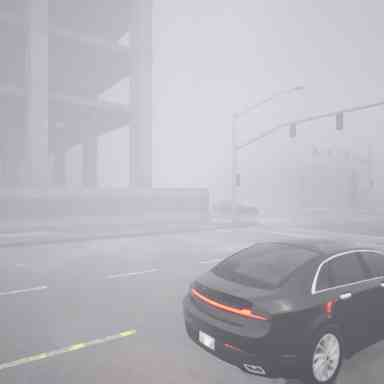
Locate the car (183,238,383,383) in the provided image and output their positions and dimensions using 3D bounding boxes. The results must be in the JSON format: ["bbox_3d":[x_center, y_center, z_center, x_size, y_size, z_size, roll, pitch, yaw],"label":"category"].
[{"bbox_3d":[2.160,1.505,5.329,4.892,1.490,1.837,0,0,-35],"label":"car"}]

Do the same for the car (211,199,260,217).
[{"bbox_3d":[4.190,1.600,31.732,1.895,1.301,4.718,0,0,-36],"label":"car"}]

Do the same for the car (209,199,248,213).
[{"bbox_3d":[4.055,1.525,37.886,1.812,1.442,4.674,0,0,-36],"label":"car"}]
